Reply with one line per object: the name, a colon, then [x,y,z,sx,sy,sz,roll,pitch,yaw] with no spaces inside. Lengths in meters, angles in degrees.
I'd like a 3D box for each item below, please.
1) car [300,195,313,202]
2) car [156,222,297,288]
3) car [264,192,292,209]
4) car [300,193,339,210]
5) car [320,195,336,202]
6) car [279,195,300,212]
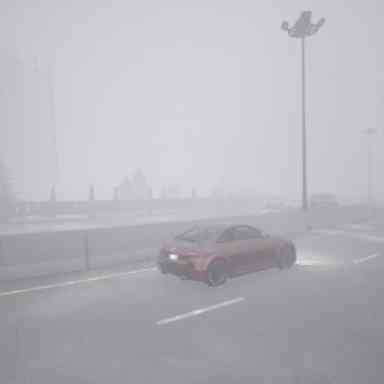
car: [25.859,1.420,74.992,1.994,1.385,4.181,-1,0,9]
car: [1.085,1.536,9.333,4.181,1.385,1.994,0,0,-39]
car: [10.633,1.271,41.902,2.097,1.767,4.553,0,0,30]
car: [12.564,1.114,32.044,2.150,2.045,5.566,0,0,35]
car: [28.609,1.349,70.019,2.128,1.511,4.902,-1,0,10]
car: [11.547,1.430,36.769,1.812,1.442,4.674,0,0,33]
